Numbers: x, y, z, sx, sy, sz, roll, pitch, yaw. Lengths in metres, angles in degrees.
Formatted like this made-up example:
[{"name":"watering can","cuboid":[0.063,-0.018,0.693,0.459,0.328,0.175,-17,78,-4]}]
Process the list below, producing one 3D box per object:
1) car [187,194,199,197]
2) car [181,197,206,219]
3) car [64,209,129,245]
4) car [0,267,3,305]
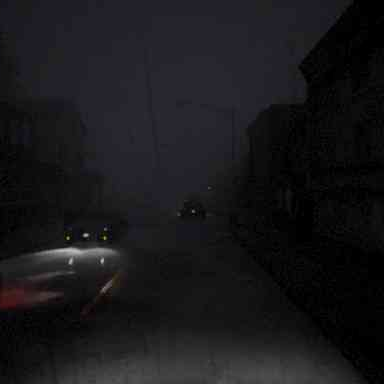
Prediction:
[{"name":"car","cuboid":[0.110,1.073,41.851,2.097,1.767,4.553,0,0,0]},{"name":"car","cuboid":[0.106,1.385,26.895,1.994,1.385,4.181,0,0,0]},{"name":"car","cuboid":[-4.081,1.465,14.823,1.994,1.385,4.181,0,0,0]},{"name":"car","cuboid":[-4.098,1.482,3.667,1.837,1.490,4.892,0,0,0]}]
